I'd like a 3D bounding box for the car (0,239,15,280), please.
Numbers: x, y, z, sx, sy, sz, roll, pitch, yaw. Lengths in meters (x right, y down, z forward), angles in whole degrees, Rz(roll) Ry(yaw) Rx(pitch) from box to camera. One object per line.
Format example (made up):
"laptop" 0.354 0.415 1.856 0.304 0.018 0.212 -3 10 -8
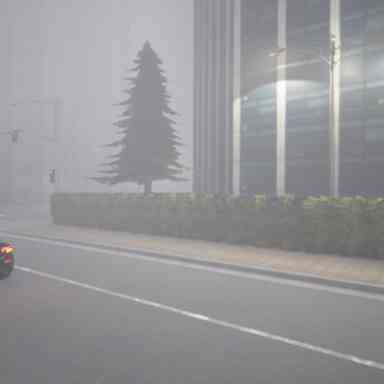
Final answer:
"car" -6.278 1.450 8.426 4.674 1.442 1.812 0 0 36
